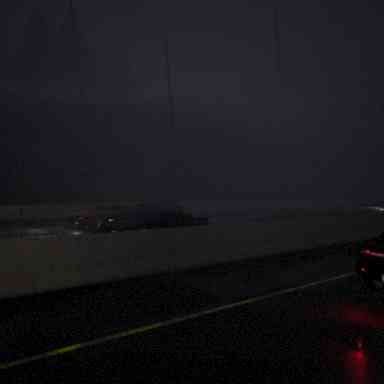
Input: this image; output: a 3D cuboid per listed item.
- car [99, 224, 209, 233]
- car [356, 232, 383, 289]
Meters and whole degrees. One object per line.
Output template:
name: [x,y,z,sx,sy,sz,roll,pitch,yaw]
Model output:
car: [-1.604,1.541,15.734,5.357,1.411,2.033,0,0,-35]
car: [5.835,1.487,7.895,4.902,1.511,2.128,0,0,-35]
